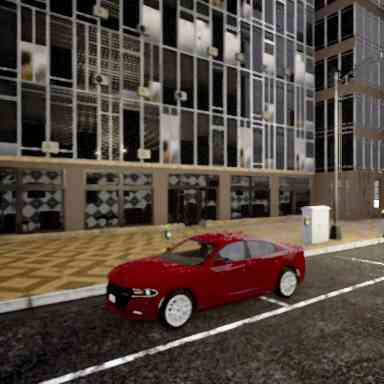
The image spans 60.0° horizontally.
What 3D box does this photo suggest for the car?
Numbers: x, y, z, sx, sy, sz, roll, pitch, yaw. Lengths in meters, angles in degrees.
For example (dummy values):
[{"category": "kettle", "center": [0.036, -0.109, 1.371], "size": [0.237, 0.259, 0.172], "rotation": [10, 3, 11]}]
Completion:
[{"category": "car", "center": [0.489, 1.544, 6.912], "size": [4.507, 1.381, 1.887], "rotation": [0, 0, -36]}]
